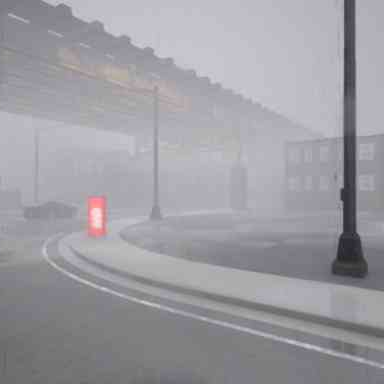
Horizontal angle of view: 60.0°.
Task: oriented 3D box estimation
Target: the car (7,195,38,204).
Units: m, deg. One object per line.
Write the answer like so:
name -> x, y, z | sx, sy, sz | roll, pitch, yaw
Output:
car -> -32.828, 1.446, 64.571 | 4.974, 1.542, 2.038 | 0, 0, 2

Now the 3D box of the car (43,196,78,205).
car -> -19.527, 1.290, 49.548 | 4.536, 1.218, 1.853 | 0, 0, 7

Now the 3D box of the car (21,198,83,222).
car -> -11.205, 1.475, 26.744 | 1.882, 1.535, 5.008 | 0, 0, 13

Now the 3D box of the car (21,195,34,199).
car -> -32.776, 1.288, 64.569 | 4.536, 1.218, 1.853 | 0, 0, 2

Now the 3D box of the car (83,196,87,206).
car -> -15.947, 1.448, 50.755 | 2.038, 1.542, 4.974 | 0, 0, -23

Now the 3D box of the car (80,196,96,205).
car -> -15.968, 1.290, 50.803 | 1.853, 1.218, 4.536 | 0, 0, -23

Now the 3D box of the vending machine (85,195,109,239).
vending machine -> -4.694, 1.194, 16.458 | 1.100, 2.100, 0.880 | 0, 0, -12

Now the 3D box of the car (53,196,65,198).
car -> -19.476, 1.448, 49.542 | 4.974, 1.542, 2.038 | 0, 0, 7
